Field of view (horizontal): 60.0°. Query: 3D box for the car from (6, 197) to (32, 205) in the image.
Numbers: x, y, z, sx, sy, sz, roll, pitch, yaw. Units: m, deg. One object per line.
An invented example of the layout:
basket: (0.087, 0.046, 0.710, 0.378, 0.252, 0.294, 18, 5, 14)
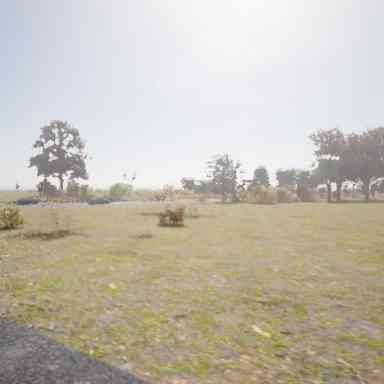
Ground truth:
car: (-29.231, 1.591, 57.211, 1.882, 1.535, 5.008, 0, 1, 34)

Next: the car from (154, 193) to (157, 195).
car: (-9.997, 1.405, 85.926, 2.150, 2.045, 5.566, 0, 0, 34)

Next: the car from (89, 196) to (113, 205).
car: (-17.291, 1.701, 62.440, 1.994, 1.385, 4.181, 0, 0, 34)

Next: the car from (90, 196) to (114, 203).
car: (-19.369, 1.641, 71.934, 1.837, 1.490, 4.892, 0, 0, 34)
